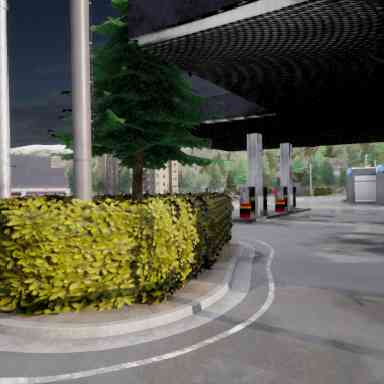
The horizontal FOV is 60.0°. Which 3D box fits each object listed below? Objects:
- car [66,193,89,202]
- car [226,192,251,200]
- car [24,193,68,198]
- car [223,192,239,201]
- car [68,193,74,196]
[{"bbox_3d":[-22.897,1.103,66.486,4.605,1.855,1.932,-1,1,35],"label":"car"},{"bbox_3d":[9.206,0.812,66.502,4.514,1.523,2.007,-1,1,35],"label":"car"},{"bbox_3d":[-14.773,1.183,33.589,3.866,1.878,1.905,-1,1,35],"label":"car"},{"bbox_3d":[7.434,0.850,63.913,5.027,1.636,2.152,-1,1,35],"label":"car"},{"bbox_3d":[-24.243,1.124,63.877,3.866,1.878,1.905,-1,1,35],"label":"car"}]
